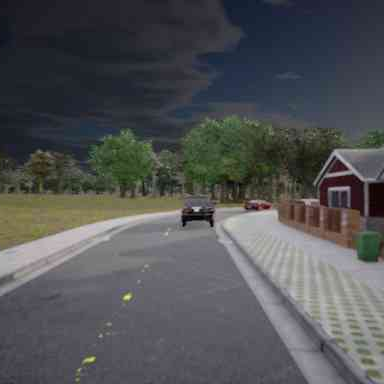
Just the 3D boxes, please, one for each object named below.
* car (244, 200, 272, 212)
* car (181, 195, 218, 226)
[{"bbox_3d":[8.341,1.688,41.505,1.882,1.535,5.008,-1,-1,37],"label":"car"},{"bbox_3d":[0.596,1.257,23.539,2.150,2.045,5.566,0,0,7],"label":"car"}]
